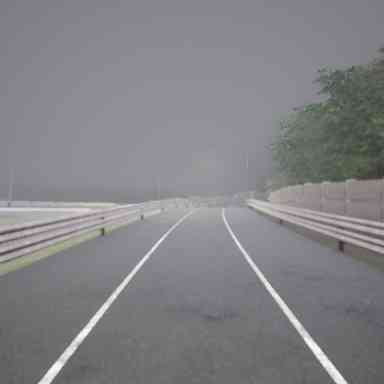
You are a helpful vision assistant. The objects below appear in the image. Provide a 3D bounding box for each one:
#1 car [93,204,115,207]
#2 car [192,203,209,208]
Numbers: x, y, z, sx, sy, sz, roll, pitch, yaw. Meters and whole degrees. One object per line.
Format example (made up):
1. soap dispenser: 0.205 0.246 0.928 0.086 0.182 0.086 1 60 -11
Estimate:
1. car: -20.154 3.136 74.791 5.357 1.411 2.033 2 -4 -31
2. car: 2.337 4.004 91.786 5.566 2.045 2.150 4 -5 -44
